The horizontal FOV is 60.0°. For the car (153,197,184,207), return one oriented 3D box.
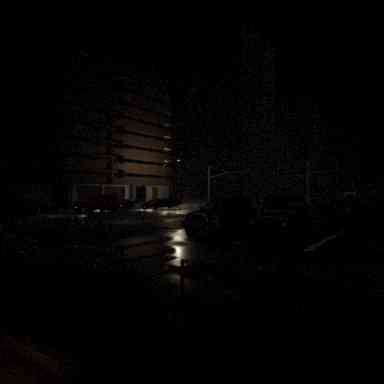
[{"bbox_3d":[-3.678,1.547,52.459,2.033,1.411,5.357,0,0,34],"label":"car"}]

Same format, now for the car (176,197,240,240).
[{"bbox_3d":[1.507,1.153,16.027,1.932,1.855,4.605,0,0,34],"label":"car"}]

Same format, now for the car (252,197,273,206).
[{"bbox_3d":[12.051,1.526,56.779,1.812,1.442,4.674,0,0,34],"label":"car"}]

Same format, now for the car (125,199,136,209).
[{"bbox_3d":[-9.762,1.548,43.465,2.033,1.411,5.357,0,0,34],"label":"car"}]

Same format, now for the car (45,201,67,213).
[{"bbox_3d":[-15.364,1.601,35.121,1.895,1.301,4.718,0,0,34],"label":"car"}]

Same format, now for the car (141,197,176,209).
[{"bbox_3d":[-4.535,1.547,44.957,2.033,1.411,5.357,0,0,34],"label":"car"}]

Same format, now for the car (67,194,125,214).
[{"bbox_3d":[-10.343,1.222,36.319,2.150,2.045,5.566,0,0,34],"label":"car"}]

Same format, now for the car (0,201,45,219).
[{"bbox_3d":[-15.447,1.564,28.718,1.994,1.385,4.181,0,0,34],"label":"car"}]

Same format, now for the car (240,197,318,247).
[{"bbox_3d":[3.874,1.156,14.361,1.905,1.878,3.866,0,0,34],"label":"car"}]

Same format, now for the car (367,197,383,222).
[{"bbox_3d":[15.898,1.395,27.316,1.970,1.475,3.806,0,0,34],"label":"car"}]
